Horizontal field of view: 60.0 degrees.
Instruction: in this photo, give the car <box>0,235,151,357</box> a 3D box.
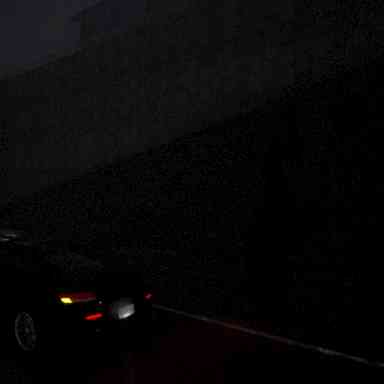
[{"bbox_3d":[-2.820,1.526,6.007,4.674,1.442,1.812,0,0,35],"label":"car"}]
